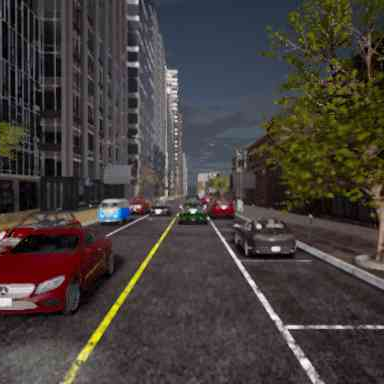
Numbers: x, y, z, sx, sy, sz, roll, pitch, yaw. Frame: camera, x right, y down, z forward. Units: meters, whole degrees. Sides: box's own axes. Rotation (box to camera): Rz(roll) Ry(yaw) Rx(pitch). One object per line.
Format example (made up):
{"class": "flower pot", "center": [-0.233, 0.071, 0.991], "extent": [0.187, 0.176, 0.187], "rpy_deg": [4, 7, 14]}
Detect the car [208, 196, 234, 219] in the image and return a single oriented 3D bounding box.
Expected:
{"class": "car", "center": [2.677, 1.430, 30.206], "extent": [2.192, 1.841, 5.009], "rpy_deg": [-1, 0, 0]}

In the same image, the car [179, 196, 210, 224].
{"class": "car", "center": [0.087, 1.449, 25.793], "extent": [2.097, 1.767, 4.553], "rpy_deg": [0, 0, 0]}

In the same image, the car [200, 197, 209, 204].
{"class": "car", "center": [2.682, 1.863, 74.480], "extent": [1.802, 1.307, 4.206], "rpy_deg": [-1, 0, 0]}

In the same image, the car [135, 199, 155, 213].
{"class": "car", "center": [-5.700, 1.681, 41.115], "extent": [1.752, 1.417, 4.829], "rpy_deg": [-1, 0, 0]}

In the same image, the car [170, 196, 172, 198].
{"class": "car", "center": [-5.699, 1.785, 68.788], "extent": [1.752, 1.417, 4.829], "rpy_deg": [-1, 0, 0]}

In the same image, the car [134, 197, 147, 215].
{"class": "car", "center": [-5.703, 1.451, 35.750], "extent": [2.192, 1.841, 5.009], "rpy_deg": [-1, 0, 0]}

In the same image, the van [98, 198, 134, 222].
{"class": "van", "center": [-5.703, 1.435, 24.681], "extent": [1.690, 1.788, 3.998], "rpy_deg": [-1, 0, 0]}

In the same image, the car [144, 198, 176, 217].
{"class": "car", "center": [-3.038, 1.616, 32.640], "extent": [2.128, 1.511, 4.902], "rpy_deg": [0, 0, 0]}

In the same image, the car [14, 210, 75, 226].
{"class": "car", "center": [-5.714, 1.490, 12.883], "extent": [1.967, 1.590, 4.097], "rpy_deg": [-1, 0, 0]}

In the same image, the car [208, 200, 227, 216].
{"class": "car", "center": [2.681, 1.662, 35.909], "extent": [1.752, 1.417, 4.829], "rpy_deg": [-1, 0, 0]}

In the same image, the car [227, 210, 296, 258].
{"class": "car", "center": [2.692, 1.601, 12.866], "extent": [2.008, 1.369, 4.403], "rpy_deg": [-1, 0, 0]}

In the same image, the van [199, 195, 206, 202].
{"class": "van", "center": [2.679, 1.663, 85.550], "extent": [1.690, 1.788, 3.998], "rpy_deg": [-1, 0, 0]}

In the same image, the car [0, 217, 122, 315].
{"class": "car", "center": [-3.089, 1.556, 7.754], "extent": [1.812, 1.442, 4.674], "rpy_deg": [0, 0, 0]}

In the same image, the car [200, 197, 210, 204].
{"class": "car", "center": [2.682, 1.826, 68.946], "extent": [1.947, 1.339, 4.313], "rpy_deg": [-1, 0, 0]}
